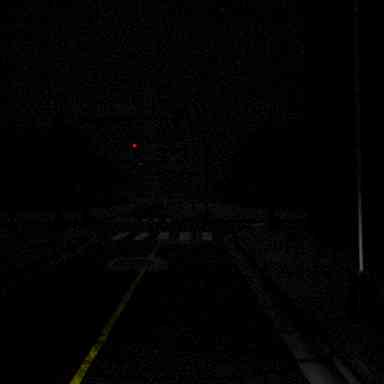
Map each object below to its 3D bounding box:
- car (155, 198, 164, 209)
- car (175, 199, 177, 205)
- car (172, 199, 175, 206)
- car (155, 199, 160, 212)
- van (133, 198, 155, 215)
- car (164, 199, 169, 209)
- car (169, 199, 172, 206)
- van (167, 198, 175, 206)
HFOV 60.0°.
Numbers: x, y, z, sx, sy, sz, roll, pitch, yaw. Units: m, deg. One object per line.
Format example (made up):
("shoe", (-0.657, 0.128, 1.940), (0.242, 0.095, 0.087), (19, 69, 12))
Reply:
("car", (-5.407, 1.701, 44.549), (2.192, 1.841, 5.009), (2, -1, 0))
("car", (-5.504, 2.590, 81.572), (1.967, 1.590, 4.097), (1, -1, 0))
("car", (-5.493, 2.574, 76.281), (1.887, 1.381, 4.507), (1, -1, 0))
("car", (-5.402, 1.847, 39.560), (2.008, 1.369, 4.403), (2, -1, 0))
("van", (-5.387, 1.578, 36.244), (1.690, 1.788, 3.998), (2, -1, 0))
("car", (-5.440, 2.130, 55.123), (1.887, 1.381, 4.507), (2, -1, 0))
("car", (-5.467, 2.382, 65.702), (1.802, 1.307, 4.206), (2, -1, 0))
("van", (-5.515, 2.614, 86.863), (1.690, 1.788, 3.998), (1, -1, 0))
